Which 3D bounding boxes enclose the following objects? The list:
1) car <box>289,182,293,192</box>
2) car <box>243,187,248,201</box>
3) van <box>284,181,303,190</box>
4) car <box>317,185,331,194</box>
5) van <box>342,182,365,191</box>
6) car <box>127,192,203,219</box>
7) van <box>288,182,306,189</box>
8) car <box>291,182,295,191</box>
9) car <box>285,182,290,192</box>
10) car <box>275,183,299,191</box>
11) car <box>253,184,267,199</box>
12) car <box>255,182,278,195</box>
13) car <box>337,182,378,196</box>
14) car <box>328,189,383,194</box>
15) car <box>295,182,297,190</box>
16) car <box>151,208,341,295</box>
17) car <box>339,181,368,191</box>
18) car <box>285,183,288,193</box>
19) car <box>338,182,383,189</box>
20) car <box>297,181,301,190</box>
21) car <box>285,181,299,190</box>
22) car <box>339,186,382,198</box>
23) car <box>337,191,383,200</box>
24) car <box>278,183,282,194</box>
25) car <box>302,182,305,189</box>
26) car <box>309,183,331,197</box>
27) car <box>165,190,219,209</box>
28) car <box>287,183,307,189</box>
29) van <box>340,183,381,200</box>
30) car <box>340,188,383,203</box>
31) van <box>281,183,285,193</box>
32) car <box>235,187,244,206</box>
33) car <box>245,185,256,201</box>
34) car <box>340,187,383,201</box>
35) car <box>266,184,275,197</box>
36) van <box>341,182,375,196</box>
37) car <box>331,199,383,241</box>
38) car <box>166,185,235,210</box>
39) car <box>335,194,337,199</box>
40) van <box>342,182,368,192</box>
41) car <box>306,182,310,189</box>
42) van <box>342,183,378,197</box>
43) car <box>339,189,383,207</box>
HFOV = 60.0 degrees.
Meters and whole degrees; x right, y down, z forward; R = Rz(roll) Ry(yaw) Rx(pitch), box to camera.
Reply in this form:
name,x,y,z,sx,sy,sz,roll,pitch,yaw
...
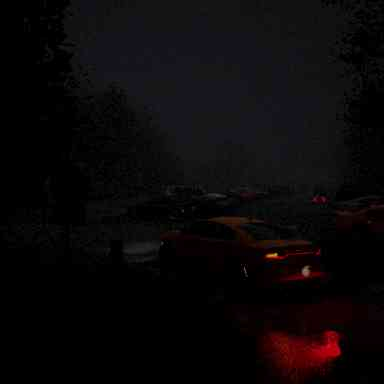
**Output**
name,x,y,z,sx,sy,sz,roll,pitch,yaw
car,15.063,-0.557,60.050,4.792,1.488,2.163,1,2,24
car,2.542,0.530,32.231,4.892,1.521,2.231,1,3,24
van,25.258,-1.637,82.838,4.442,1.987,1.878,1,2,24
car,22.547,-0.463,56.775,1.882,1.535,5.008,1,2,24
van,36.247,-1.335,74.826,4.442,1.987,1.878,1,2,24
car,-2.057,1.020,22.134,4.792,1.488,2.163,1,3,24
van,28.676,-1.837,90.412,4.442,1.987,1.878,1,1,24
car,16.063,-0.684,62.643,5.366,1.575,1.946,1,2,24
car,13.922,-0.466,57.521,4.792,1.488,2.163,1,2,24
car,20.770,-1.169,72.690,4.553,1.767,2.185,1,2,24
car,5.842,0.173,40.003,5.366,1.575,1.946,1,3,24
car,9.411,-0.251,47.377,4.553,1.767,2.185,1,2,24
car,25.810,-0.537,52.058,5.566,2.045,2.435,1,2,24
car,13.141,0.845,24.389,5.366,1.575,1.946,1,3,24
car,17.379,-0.768,65.092,4.892,1.521,2.231,1,2,24
car,0.915,1.374,8.545,1.882,1.535,5.008,2,-1,-31
car,34.975,-1.271,72.361,5.566,2.045,2.435,1,2,24
car,12.780,-0.374,54.992,4.792,1.488,2.163,1,2,24
car,15.613,0.370,29.335,5.566,2.045,2.435,1,3,24
car,19.487,-0.958,70.229,5.366,1.575,1.946,1,2,24
car,18.509,-0.859,67.627,4.892,1.521,2.231,1,2,24
car,22.423,-0.012,44.484,5.008,1.535,2.097,1,2,24
car,9.972,1.067,16.841,4.553,1.767,2.185,1,3,24
car,10.550,-0.190,49.910,4.792,1.488,2.163,1,2,24
car,23.076,-1.226,77.742,5.008,1.535,2.097,1,2,24
car,18.312,-0.110,47.395,2.128,1.511,4.902,1,2,24
car,-0.884,0.875,24.647,5.008,1.535,2.097,1,3,24
car,27.664,-1.532,87.822,4.792,1.488,2.163,1,2,24
van,21.174,-0.145,41.985,4.442,1.987,1.878,1,2,24
car,19.082,0.308,37.027,4.792,1.488,2.163,1,3,24
van,11.772,-0.536,52.394,4.442,1.987,1.878,1,2,24
car,1.564,0.644,29.629,5.366,1.575,1.946,1,3,24
car,3.509,0.407,34.837,5.366,1.575,1.946,1,3,24
car,20.168,0.209,39.431,4.792,1.488,2.163,1,2,24
car,7.271,0.075,42.266,5.366,1.575,1.946,1,3,24
van,24.591,-0.422,49.573,4.442,1.987,1.878,1,2,24
car,8.799,1.307,14.338,5.008,1.535,2.097,1,3,24
car,0.278,0.509,27.154,5.566,2.045,2.435,1,3,24
car,11.005,1.111,19.282,4.792,1.488,2.163,1,3,24
van,31.690,-0.970,64.732,4.442,1.987,1.878,1,2,24
car,26.532,-1.751,85.306,5.566,2.045,2.435,1,2,24
van,23.664,-0.327,46.953,4.442,1.987,1.878,1,2,24
car,16.701,0.534,31.892,4.792,1.488,2.163,1,3,24
